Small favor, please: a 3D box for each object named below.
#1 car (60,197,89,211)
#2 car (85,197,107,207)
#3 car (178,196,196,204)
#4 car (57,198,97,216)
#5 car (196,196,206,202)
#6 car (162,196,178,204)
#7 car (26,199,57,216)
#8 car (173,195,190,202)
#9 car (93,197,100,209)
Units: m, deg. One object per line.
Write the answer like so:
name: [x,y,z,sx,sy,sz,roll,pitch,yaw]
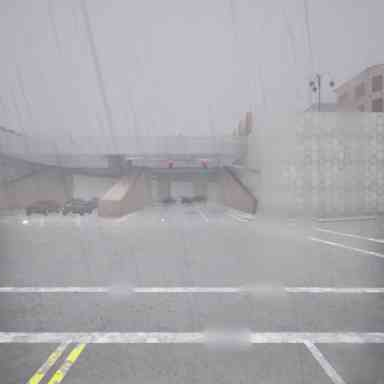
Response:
car: [-15.061,1.491,42.828,2.128,1.511,4.902,0,0,-1]
car: [-15.293,1.547,53.095,2.033,1.411,5.357,0,0,-1]
car: [-0.991,1.547,64.791,2.033,1.411,5.357,0,0,4]
car: [-11.317,1.601,33.115,1.895,1.301,4.718,0,0,-1]
car: [1.520,1.524,74.777,1.812,1.442,4.674,0,0,28]
car: [-4.521,1.547,64.292,2.033,1.411,5.357,0,0,5]
car: [-14.826,1.478,33.438,1.882,1.535,5.008,0,0,-1]
car: [-2.348,1.524,74.649,1.812,1.442,4.674,0,0,24]
car: [-11.550,1.601,42.282,1.895,1.301,4.718,0,0,-1]
